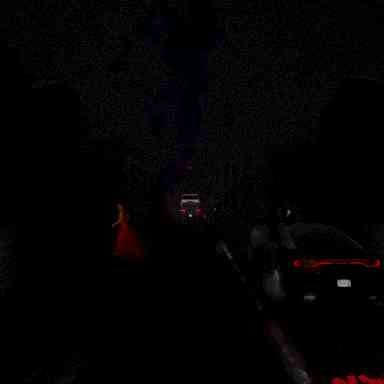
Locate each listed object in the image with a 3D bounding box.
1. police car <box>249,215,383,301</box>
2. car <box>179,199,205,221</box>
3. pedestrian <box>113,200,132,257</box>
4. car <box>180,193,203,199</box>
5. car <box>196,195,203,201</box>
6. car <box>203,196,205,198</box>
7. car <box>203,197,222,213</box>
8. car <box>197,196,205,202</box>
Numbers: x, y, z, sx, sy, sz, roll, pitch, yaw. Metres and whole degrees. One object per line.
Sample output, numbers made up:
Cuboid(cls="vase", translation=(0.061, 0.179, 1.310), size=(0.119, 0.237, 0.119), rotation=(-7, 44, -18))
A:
Cuboid(cls="police car", translation=(2.701, 1.423, 8.519), size=(1.930, 1.638, 5.238), rotation=(0, 0, 0))
Cuboid(cls="car", translation=(-0.102, 1.523, 27.089), size=(1.812, 1.442, 4.674), rotation=(0, 0, 0))
Cuboid(cls="pedestrian", translation=(-2.207, 1.139, 10.615), size=(0.375, 1.860, 0.375), rotation=(-1, 1, -10))
Cuboid(cls="car", translation=(-0.183, 1.222, 36.840), size=(2.150, 2.045, 5.566), rotation=(0, 0, 0))
Cuboid(cls="car", translation=(2.085, 1.585, 91.794), size=(1.887, 1.381, 4.507), rotation=(-1, 0, 0))
Cuboid(cls="car", translation=(2.215, 1.567, 69.664), size=(1.887, 1.381, 4.507), rotation=(-1, 0, 0))
Cuboid(cls="car", translation=(2.405, 1.551, 37.220), size=(2.008, 1.369, 4.403), rotation=(-1, 0, 0))
Cuboid(cls="car", translation=(2.151, 1.613, 80.729), size=(1.802, 1.307, 4.206), rotation=(-1, 0, 0))
